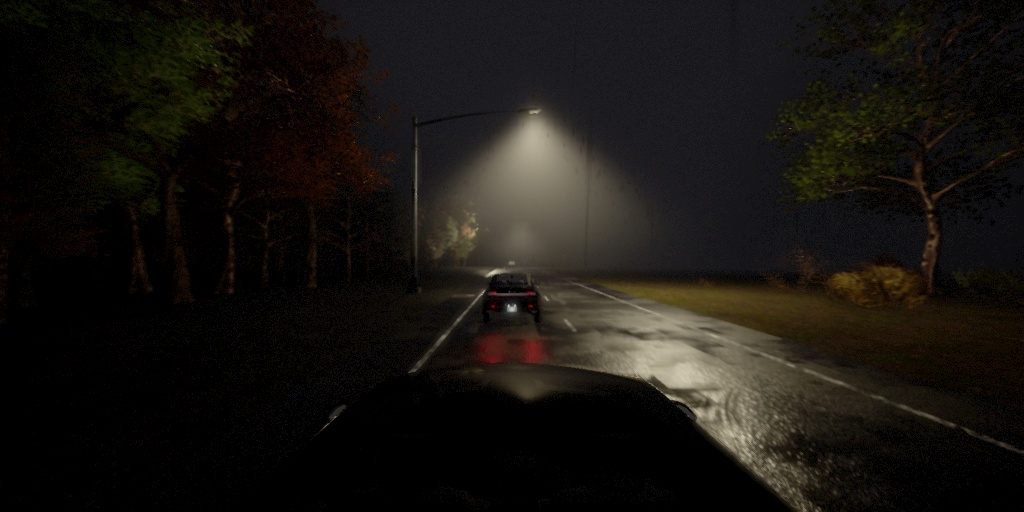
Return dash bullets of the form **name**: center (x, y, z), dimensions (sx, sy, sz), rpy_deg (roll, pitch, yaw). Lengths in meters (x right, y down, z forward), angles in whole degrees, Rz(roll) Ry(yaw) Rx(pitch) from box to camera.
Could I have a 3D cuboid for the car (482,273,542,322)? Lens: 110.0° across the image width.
- **car**: center (0.000, 1.355, 12.824), dimensions (2.128, 1.511, 4.902), rpy_deg (0, -1, 0)
